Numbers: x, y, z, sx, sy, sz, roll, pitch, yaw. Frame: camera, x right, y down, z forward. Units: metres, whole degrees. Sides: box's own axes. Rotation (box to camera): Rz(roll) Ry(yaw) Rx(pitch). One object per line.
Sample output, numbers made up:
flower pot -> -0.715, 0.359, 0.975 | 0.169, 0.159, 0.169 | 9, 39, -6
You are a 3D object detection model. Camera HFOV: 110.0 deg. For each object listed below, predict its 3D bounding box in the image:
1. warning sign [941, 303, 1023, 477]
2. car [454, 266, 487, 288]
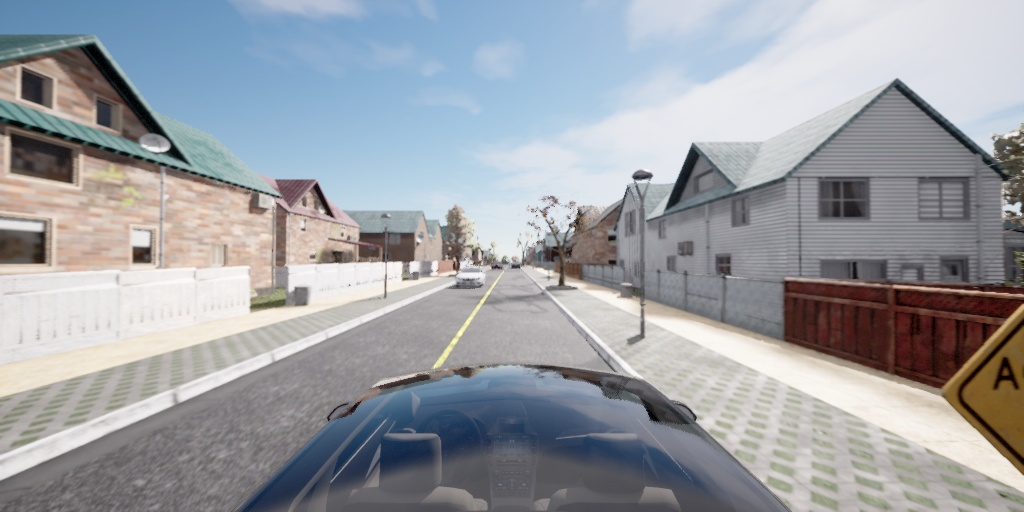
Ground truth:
warning sign -> 2.518, 0.864, 1.559 | 1.300, 1.860, 1.060 | 0, 0, 0
car -> -2.849, 1.456, 25.578 | 1.812, 1.442, 4.674 | 0, 0, 0
